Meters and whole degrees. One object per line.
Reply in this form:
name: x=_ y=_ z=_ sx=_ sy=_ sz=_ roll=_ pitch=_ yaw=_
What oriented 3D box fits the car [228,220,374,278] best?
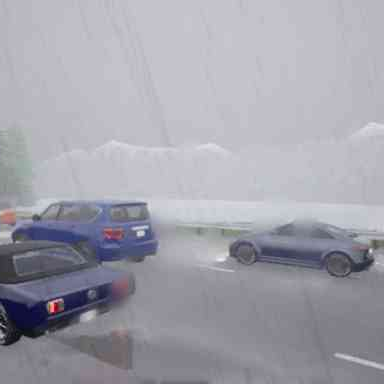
car: x=3.233 y=1.577 z=10.265 sx=4.181 sy=1.385 sz=1.994 roll=0 pitch=0 yaw=36

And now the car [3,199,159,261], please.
car: x=-3.618 y=1.257 z=10.873 sx=5.566 sy=2.045 sz=2.150 roll=0 pitch=0 yaw=36

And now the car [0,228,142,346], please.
car: x=-3.393 y=1.625 z=6.406 sx=4.718 sy=1.301 sz=1.895 roll=0 pitch=0 yaw=36

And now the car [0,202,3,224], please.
car: x=-13.822 y=1.442 z=22.429 sx=4.553 sy=1.767 sz=2.097 roll=0 pitch=0 yaw=35
